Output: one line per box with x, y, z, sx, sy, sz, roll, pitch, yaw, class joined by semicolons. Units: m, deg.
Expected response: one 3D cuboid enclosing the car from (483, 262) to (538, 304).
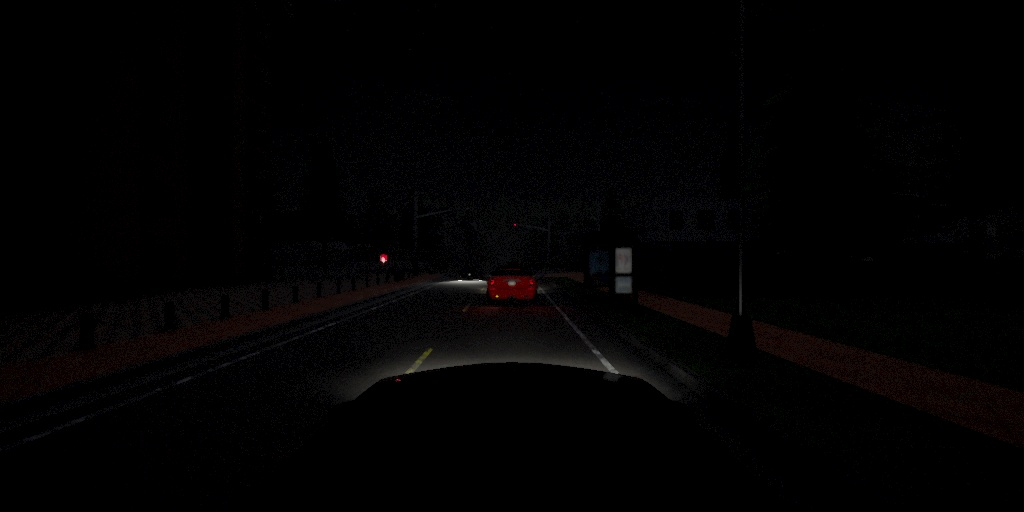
0.000;1.115;16.470;2.097;1.767;4.553;0;0;0;car

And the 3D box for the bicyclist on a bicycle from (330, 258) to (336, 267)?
-23.559;1.064;47.334;0.582;1.620;1.656;0;0;-2;bicyclist on a bicycle

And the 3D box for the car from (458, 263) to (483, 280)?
-3.500;1.349;31.510;1.994;1.385;4.181;0;0;0;car
